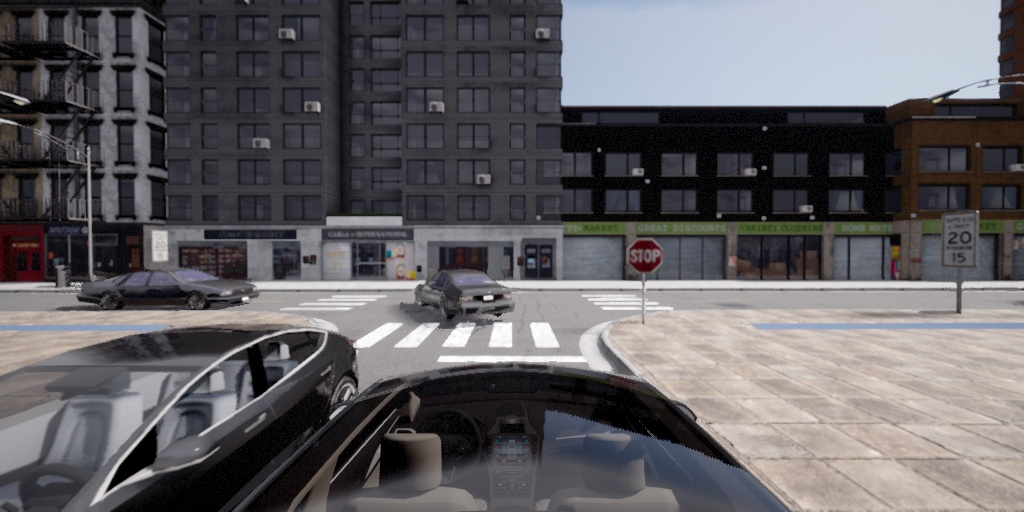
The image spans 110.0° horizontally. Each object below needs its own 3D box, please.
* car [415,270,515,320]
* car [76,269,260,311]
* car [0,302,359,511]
[{"bbox_3d":[-1.825,1.167,12.110,2.033,1.411,5.357,0,1,-28],"label":"car"},{"bbox_3d":[-12.458,1.180,13.166,5.357,1.411,2.033,0,1,0],"label":"car"},{"bbox_3d":[-2.638,1.305,2.573,1.948,1.339,4.313,0,0,0],"label":"car"}]
